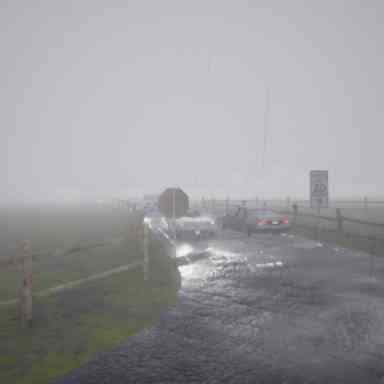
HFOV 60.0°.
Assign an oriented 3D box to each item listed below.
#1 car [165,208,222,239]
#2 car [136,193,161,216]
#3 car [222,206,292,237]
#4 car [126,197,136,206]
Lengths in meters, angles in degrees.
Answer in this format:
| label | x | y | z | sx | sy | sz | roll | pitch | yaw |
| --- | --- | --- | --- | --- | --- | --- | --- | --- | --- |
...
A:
| label | x | y | z | sx | sy | sz | roll | pitch | yaw |
| --- | --- | --- | --- | --- | --- | --- | --- | --- | --- |
| car | -0.194 | 1.532 | 17.352 | 1.895 | 1.301 | 4.718 | -1 | 0 | -12 |
| car | -3.823 | 1.138 | 32.503 | 2.150 | 2.045 | 5.566 | -1 | 0 | -15 |
| car | 2.957 | 1.413 | 17.168 | 2.033 | 1.411 | 5.357 | -1 | 0 | -17 |
| car | -8.458 | 1.451 | 48.533 | 2.033 | 1.411 | 5.357 | -1 | 0 | -18 |
